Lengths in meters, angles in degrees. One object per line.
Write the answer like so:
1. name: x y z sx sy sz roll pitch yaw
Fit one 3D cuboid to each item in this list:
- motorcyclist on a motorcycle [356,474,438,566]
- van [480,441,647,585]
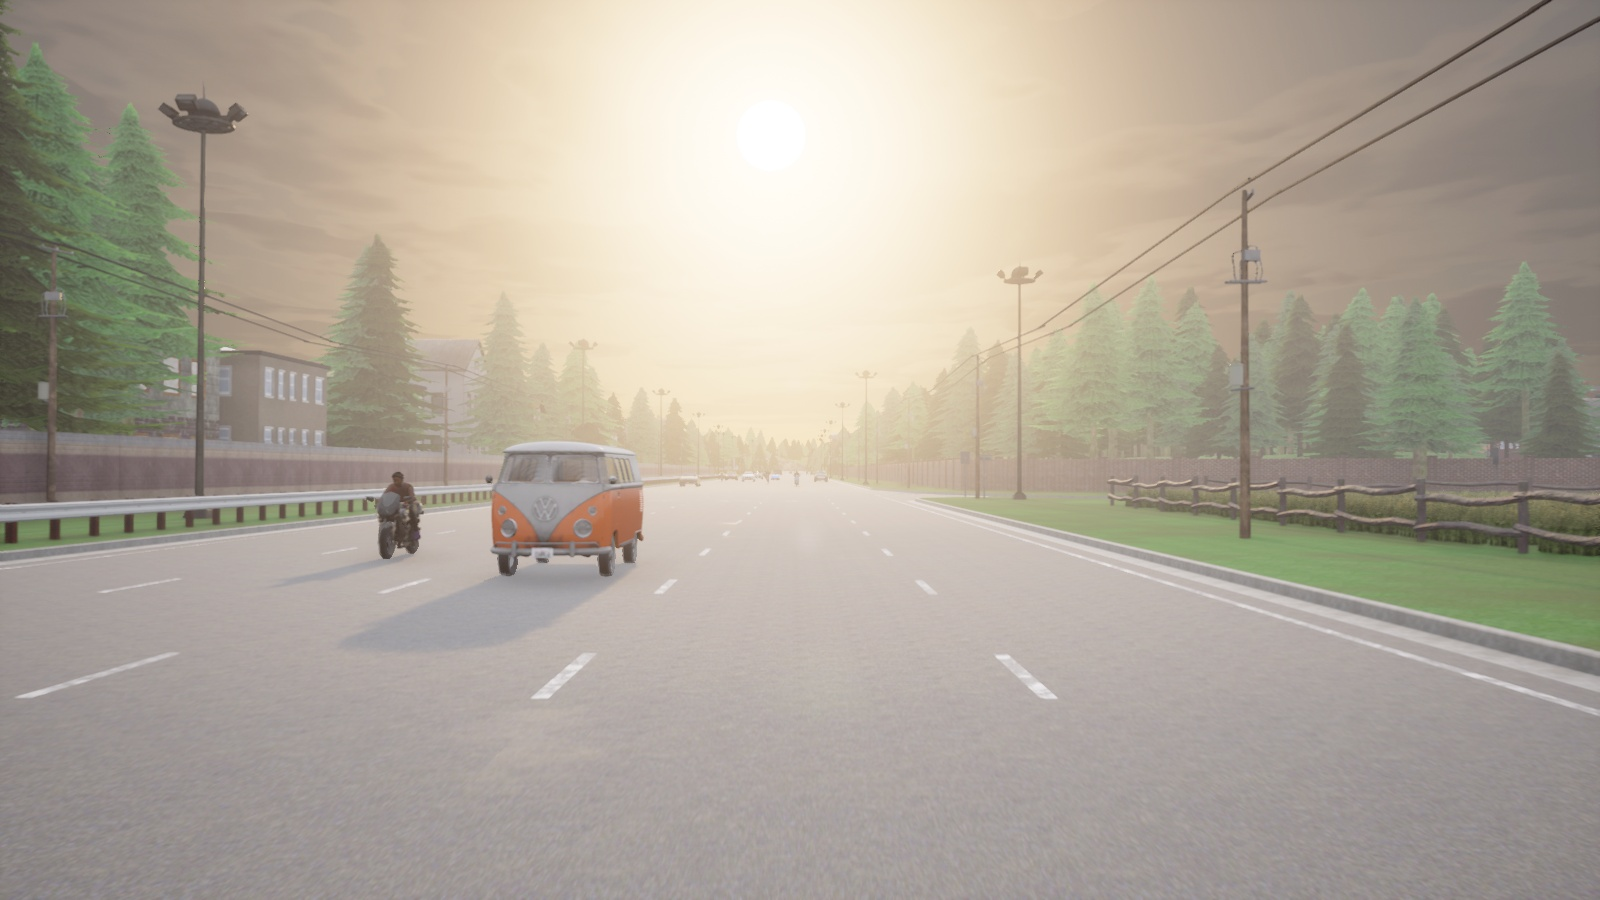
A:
1. motorcyclist on a motorcycle: -7.053 1.195 22.090 0.797 1.523 2.044 0 -1 0
2. van: -3.548 0.909 19.582 1.775 1.987 4.442 0 -1 0
